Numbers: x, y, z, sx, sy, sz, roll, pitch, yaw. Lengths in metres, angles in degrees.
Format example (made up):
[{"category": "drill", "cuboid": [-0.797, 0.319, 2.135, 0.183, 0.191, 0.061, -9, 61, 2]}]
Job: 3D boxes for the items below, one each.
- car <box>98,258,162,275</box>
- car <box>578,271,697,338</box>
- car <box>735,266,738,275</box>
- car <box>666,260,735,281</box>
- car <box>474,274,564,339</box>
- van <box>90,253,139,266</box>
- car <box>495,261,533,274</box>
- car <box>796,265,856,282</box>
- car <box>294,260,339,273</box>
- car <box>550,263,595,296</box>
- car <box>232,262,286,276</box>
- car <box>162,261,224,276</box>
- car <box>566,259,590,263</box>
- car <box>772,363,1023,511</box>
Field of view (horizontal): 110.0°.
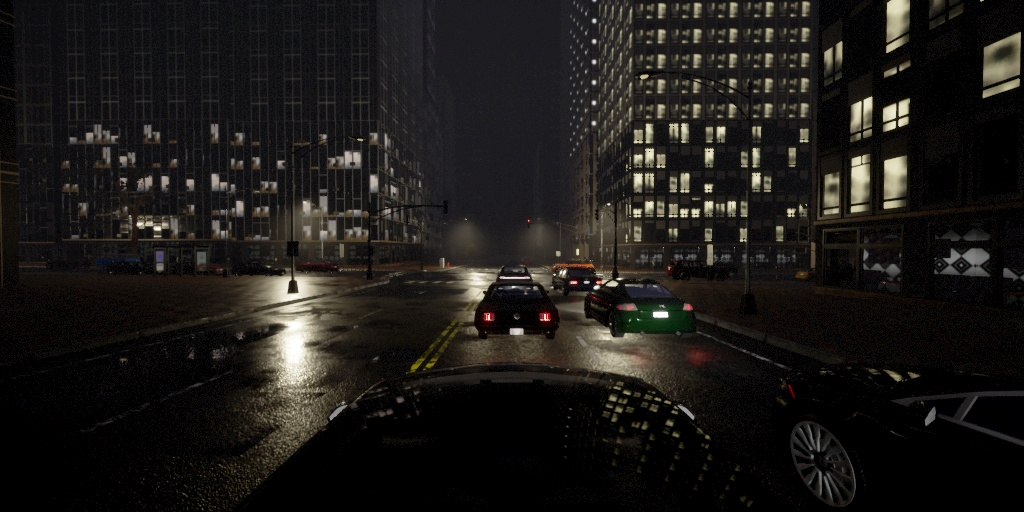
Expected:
[{"category": "car", "cuboid": [-34.054, 1.068, 32.477, 4.313, 1.339, 1.948, 0, 0, 1]}, {"category": "car", "cuboid": [3.369, 1.310, 10.205, 1.994, 1.385, 4.181, 0, 0, -1]}, {"category": "car", "cuboid": [20.761, 1.402, 37.260, 4.892, 1.490, 1.837, 0, 1, 1]}, {"category": "car", "cuboid": [16.235, 1.267, 31.568, 5.009, 1.841, 2.192, 0, 0, 1]}, {"category": "car", "cuboid": [0.110, 1.347, 9.979, 1.895, 1.301, 4.718, 0, 0, 0]}, {"category": "van", "cuboid": [-45.232, 0.603, 41.154, 3.998, 1.789, 1.690, 0, 0, 1]}, {"category": "car", "cuboid": [0.123, 1.232, 19.235, 2.128, 1.511, 4.902, 0, 0, 0]}, {"category": "car", "cuboid": [27.683, 1.577, 31.354, 4.829, 1.417, 1.751, 0, 0, 1]}, {"category": "car", "cuboid": [-20.683, 1.092, 38.019, 4.181, 1.385, 1.994, 1, 1, 1]}, {"category": "car", "cuboid": [3.409, 1.288, 19.435, 2.033, 1.411, 5.357, 0, 0, -3]}, {"category": "car", "cuboid": [-22.689, 1.172, 32.153, 4.313, 1.339, 1.948, 0, 0, 1]}, {"category": "car", "cuboid": [-28.373, 1.137, 32.295, 4.207, 1.307, 1.802, 0, 0, 1]}, {"category": "car", "cuboid": [6.288, 1.123, 37.522, 4.553, 1.767, 2.097, 0, 1, 1]}, {"category": "car", "cuboid": [3.340, 1.242, 1.375, 2.128, 1.511, 4.902, 0, 0, 0]}]
